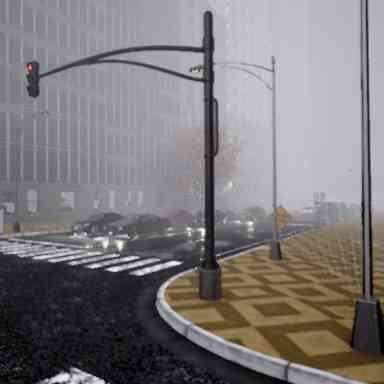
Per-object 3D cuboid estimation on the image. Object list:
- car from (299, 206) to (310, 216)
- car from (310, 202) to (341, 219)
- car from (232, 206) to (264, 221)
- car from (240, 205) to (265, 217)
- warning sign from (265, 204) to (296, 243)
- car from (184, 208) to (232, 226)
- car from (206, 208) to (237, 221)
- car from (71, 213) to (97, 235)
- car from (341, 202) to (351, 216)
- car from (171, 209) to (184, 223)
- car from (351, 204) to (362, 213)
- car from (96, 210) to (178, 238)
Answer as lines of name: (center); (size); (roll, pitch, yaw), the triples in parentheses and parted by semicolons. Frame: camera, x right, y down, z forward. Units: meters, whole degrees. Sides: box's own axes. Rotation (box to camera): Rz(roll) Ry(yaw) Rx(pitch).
car: (17.211, 2.837, 49.169); (1.812, 1.442, 4.674); (-1, -2, 32)
car: (17.525, 2.391, 43.497); (2.150, 2.045, 5.566); (-1, -2, 32)
car: (6.823, 2.559, 38.889); (1.812, 1.442, 4.674); (-1, -2, 32)
car: (8.909, 2.754, 48.381); (1.882, 1.535, 5.008); (-1, -2, 32)
warning sign: (4.605, 1.599, 17.308); (1.300, 1.860, 1.060); (0, 0, 32)
car: (1.555, 2.313, 30.375); (1.837, 1.490, 4.892); (-1, -2, 32)
car: (3.614, 2.616, 39.891); (1.994, 1.385, 4.181); (-1, -2, 31)
car: (-6.383, 2.149, 23.695); (1.812, 1.442, 4.674); (-1, -2, 30)
car: (23.170, 2.630, 52.640); (2.150, 2.045, 5.566); (-1, -2, 32)
car: (-1.610, 2.354, 31.436); (1.812, 1.442, 4.674); (-1, -2, 32)
car: (32.020, 3.082, 64.995); (2.097, 1.767, 4.553); (-1, -2, 32)
car: (-3.485, 2.139, 22.216); (2.033, 1.411, 5.357); (-1, -2, 32)
